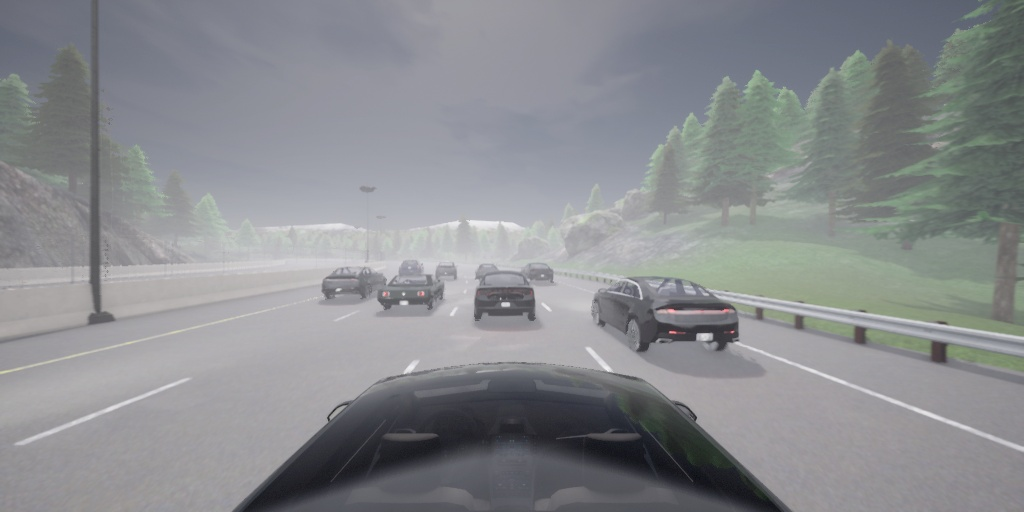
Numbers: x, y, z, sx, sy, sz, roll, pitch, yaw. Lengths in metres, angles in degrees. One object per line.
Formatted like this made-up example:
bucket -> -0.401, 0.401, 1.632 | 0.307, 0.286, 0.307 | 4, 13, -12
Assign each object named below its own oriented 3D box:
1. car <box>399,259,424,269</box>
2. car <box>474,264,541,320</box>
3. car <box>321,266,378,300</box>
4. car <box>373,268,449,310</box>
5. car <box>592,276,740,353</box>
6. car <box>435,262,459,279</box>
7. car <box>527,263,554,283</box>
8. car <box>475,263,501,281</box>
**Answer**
car -> -10.063, 1.140, 36.106 | 2.097, 1.767, 4.553 | 0, 0, -10
car -> -0.317, 1.234, 12.695 | 1.882, 1.535, 5.008 | 0, 0, -3
car -> -7.704, 1.265, 17.944 | 2.128, 1.511, 4.902 | 0, 0, -5
car -> -3.933, 1.365, 14.823 | 1.895, 1.301, 4.718 | 0, 0, -4
car -> 3.364, 1.238, 8.842 | 2.128, 1.511, 4.902 | 0, 0, -2
car -> -5.944, 1.269, 32.670 | 2.128, 1.511, 4.902 | 0, 0, -9
car -> 1.842, 1.237, 27.555 | 1.882, 1.535, 5.008 | 0, 0, -7
car -> -2.120, 1.333, 30.715 | 1.994, 1.385, 4.181 | 0, 0, -8
